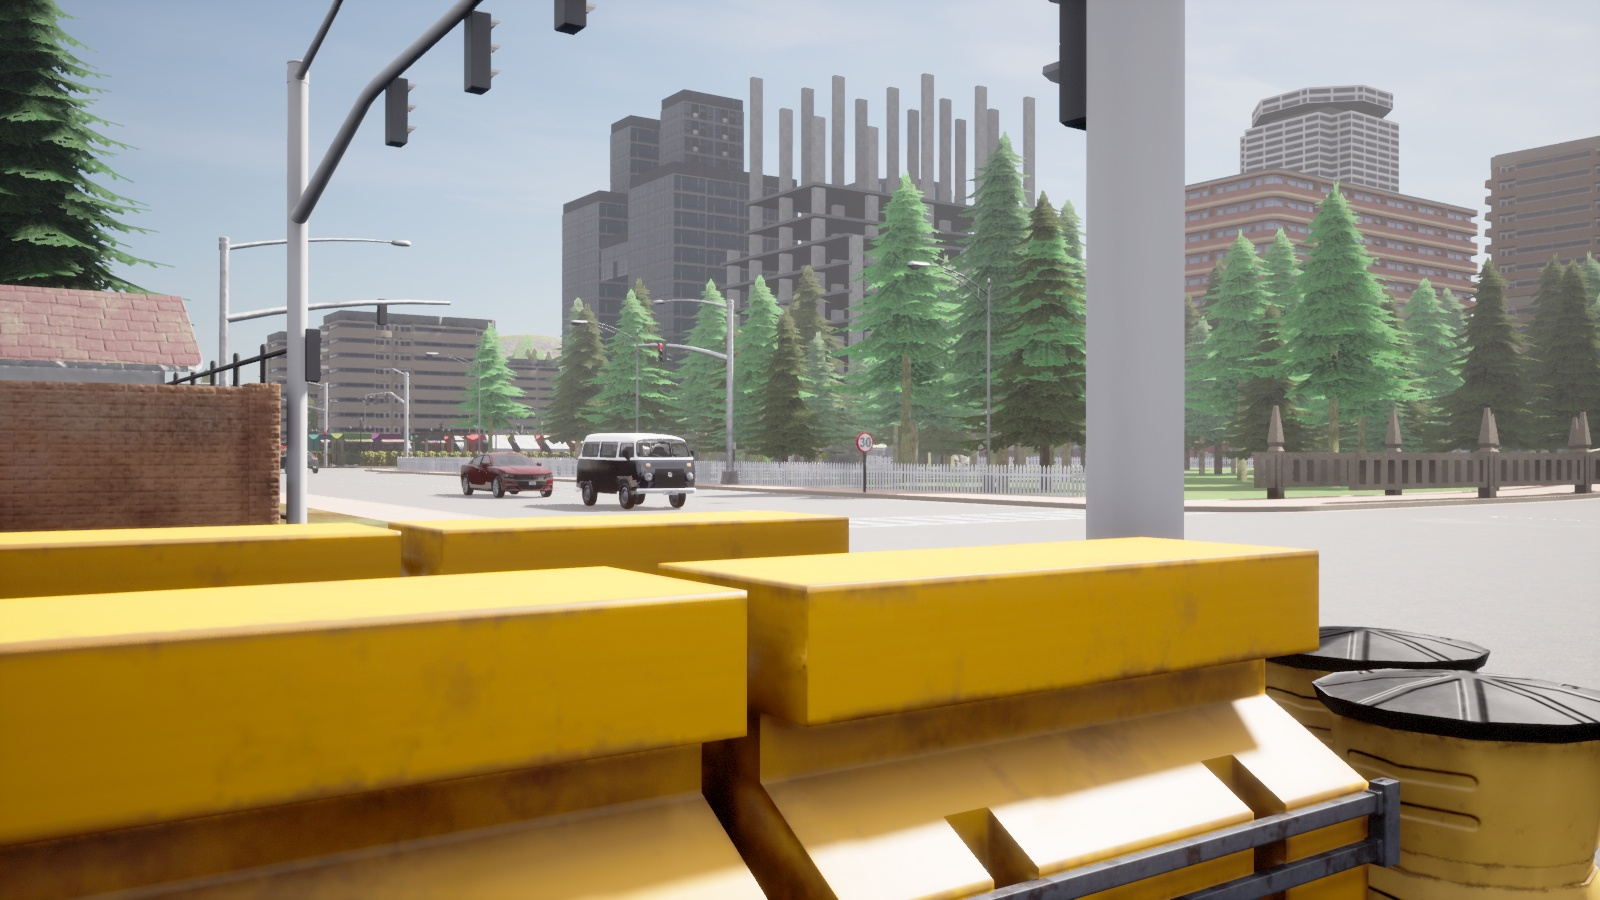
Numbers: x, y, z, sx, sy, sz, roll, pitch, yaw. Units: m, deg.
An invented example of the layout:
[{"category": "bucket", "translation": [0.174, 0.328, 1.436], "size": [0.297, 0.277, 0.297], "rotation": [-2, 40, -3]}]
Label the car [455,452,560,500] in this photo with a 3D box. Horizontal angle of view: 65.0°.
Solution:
[{"category": "car", "translation": [-10.039, 0.849, 42.856], "size": [1.882, 1.535, 5.008], "rotation": [0, 0, -33]}]

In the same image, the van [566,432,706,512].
[{"category": "van", "translation": [-4.568, 0.562, 34.452], "size": [2.069, 2.038, 4.480], "rotation": [0, 0, -33]}]

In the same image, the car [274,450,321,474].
[{"category": "car", "translation": [-35.247, 0.813, 88.001], "size": [2.152, 1.651, 5.027], "rotation": [0, 0, -33]}]
